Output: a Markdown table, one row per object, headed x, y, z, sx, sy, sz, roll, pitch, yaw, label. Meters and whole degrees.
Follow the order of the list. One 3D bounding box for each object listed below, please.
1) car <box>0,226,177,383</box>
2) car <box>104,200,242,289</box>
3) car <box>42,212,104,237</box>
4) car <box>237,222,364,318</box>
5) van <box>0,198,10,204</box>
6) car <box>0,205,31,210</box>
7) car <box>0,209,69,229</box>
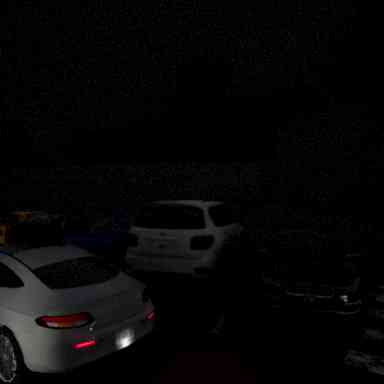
| x | y | z | sx | sy | sz | roll | pitch | yaw | label |
| --- | --- | --- | --- | --- | --- | --- | --- | --- | --- |
| -2.669 | 1.524 | 5.281 | 4.674 | 1.442 | 1.812 | 0 | 0 | 36 | car |
| 0.101 | 1.239 | 9.445 | 2.435 | 2.045 | 5.566 | 0 | -1 | 15 | car |
| -2.326 | 1.493 | 11.147 | 2.097 | 1.535 | 5.008 | 0 | -1 | 15 | car |
| 2.534 | 1.493 | 7.687 | 2.231 | 1.521 | 4.892 | 1 | -1 | 15 | car |
| -12.072 | 1.291 | 17.959 | 1.878 | 1.987 | 4.442 | 0 | -1 | 16 | van |
| -7.141 | 1.503 | 14.786 | 1.946 | 1.575 | 5.366 | 0 | -1 | 15 | car |
| -4.764 | 1.499 | 12.870 | 2.231 | 1.521 | 4.892 | 0 | -1 | 15 | car |
